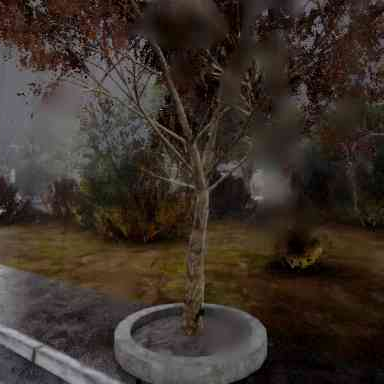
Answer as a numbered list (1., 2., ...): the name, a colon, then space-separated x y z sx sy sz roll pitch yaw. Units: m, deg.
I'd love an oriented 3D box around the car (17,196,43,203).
1. car: -22.051 1.216 44.885 2.033 1.411 5.357 1 0 32
